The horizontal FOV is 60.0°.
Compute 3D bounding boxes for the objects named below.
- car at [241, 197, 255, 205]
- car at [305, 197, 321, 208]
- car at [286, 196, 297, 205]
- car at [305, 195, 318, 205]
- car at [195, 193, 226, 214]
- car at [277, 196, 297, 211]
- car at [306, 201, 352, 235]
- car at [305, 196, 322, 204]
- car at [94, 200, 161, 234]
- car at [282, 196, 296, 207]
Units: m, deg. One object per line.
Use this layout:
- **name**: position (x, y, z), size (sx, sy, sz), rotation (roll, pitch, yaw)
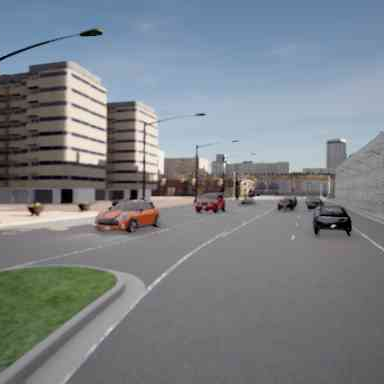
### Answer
- **car**: position (9.746, 1.566, 57.800), size (1.895, 1.301, 4.718), rotation (1, 0, 19)
- **car**: position (18.383, 1.564, 50.553), size (2.128, 1.511, 4.902), rotation (1, 0, 19)
- **car**: position (18.401, 1.554, 61.519), size (1.837, 1.490, 4.892), rotation (1, 0, 19)
- **car**: position (21.708, 1.436, 60.368), size (2.097, 1.767, 4.553), rotation (1, 0, 19)
- **car**: position (2.083, 1.160, 35.437), size (2.150, 2.045, 5.566), rotation (1, 0, 19)
- **car**: position (11.921, 1.516, 42.212), size (2.128, 1.511, 4.902), rotation (1, 0, 19)
- **car**: position (7.947, 1.529, 19.217), size (2.128, 1.511, 4.902), rotation (1, 0, 18)
- **car**: position (15.089, 1.566, 40.683), size (1.837, 1.490, 4.892), rotation (1, 0, 19)
- **car**: position (-3.532, 1.274, 18.947), size (2.097, 1.767, 4.553), rotation (1, 0, 20)
- **car**: position (15.202, 1.514, 52.070), size (1.882, 1.535, 5.008), rotation (1, 0, 19)
